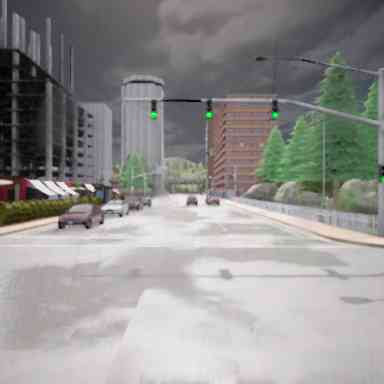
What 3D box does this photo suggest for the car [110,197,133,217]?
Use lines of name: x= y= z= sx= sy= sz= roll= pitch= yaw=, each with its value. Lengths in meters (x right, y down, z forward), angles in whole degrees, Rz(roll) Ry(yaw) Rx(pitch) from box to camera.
car: x=-6.961 y=1.465 z=30.404 sx=1.812 sy=1.442 sz=4.674 roll=0 pitch=0 yaw=0

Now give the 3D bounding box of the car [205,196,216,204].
car: x=3.444 y=1.511 z=62.586 sx=1.895 sy=1.301 sz=4.718 roll=0 pitch=0 yaw=0

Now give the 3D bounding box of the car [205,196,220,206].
car: x=3.497 y=1.450 z=53.687 sx=1.812 sy=1.442 sz=4.674 roll=0 pitch=0 yaw=0

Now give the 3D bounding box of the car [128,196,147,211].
car: x=-7.009 y=1.278 z=39.411 sx=2.097 sy=1.767 sz=4.553 roll=0 pitch=0 yaw=0

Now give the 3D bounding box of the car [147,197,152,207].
car: x=-7.044 y=1.475 z=49.338 sx=1.994 sy=1.385 sz=4.181 roll=0 pitch=0 yaw=0

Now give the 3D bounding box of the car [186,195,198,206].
car: x=-0.001 y=1.519 z=53.348 sx=1.895 sy=1.301 sz=4.718 roll=0 pitch=0 yaw=0

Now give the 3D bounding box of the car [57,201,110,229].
car: x=-6.925 y=1.479 z=21.310 sx=1.812 sy=1.442 sz=4.674 roll=0 pitch=0 yaw=0

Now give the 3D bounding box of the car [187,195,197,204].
car: x=-0.056 y=1.410 z=62.535 sx=1.837 sy=1.490 sz=4.892 roll=0 pitch=0 yaw=0
